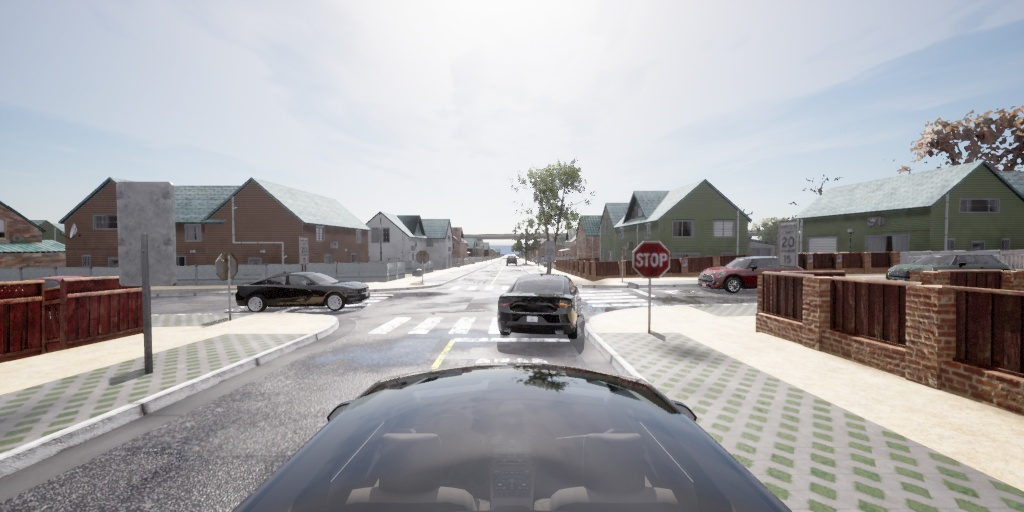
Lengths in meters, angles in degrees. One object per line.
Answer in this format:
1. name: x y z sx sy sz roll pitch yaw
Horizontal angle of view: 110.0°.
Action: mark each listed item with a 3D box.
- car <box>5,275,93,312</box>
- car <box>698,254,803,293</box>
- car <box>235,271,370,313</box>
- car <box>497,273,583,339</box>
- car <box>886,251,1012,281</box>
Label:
1. car: -18.029 1.547 14.683 5.008 1.535 1.882 -1 2 0
2. car: 11.796 0.820 17.848 4.553 1.767 2.097 -1 2 0
3. car: -8.477 1.377 14.752 5.008 1.535 1.882 -1 2 0
4. car: 0.953 1.224 10.232 1.882 1.535 5.008 0 0 12
5. car: 21.691 0.646 17.926 4.553 1.767 2.097 -1 2 0
